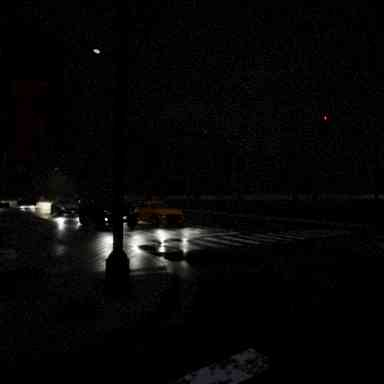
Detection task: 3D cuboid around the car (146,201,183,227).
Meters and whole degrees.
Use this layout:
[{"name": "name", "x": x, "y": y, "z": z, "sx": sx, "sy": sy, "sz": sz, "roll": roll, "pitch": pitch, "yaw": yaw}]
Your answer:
[{"name": "car", "x": -2.451, "y": 1.339, "z": 21.889, "sx": 1.882, "sy": 1.535, "sz": 5.008, "roll": 1, "pitch": 0, "yaw": -35}]

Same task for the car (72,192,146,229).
[{"name": "car", "x": -5.207, "y": 1.017, "z": 20.168, "sx": 2.150, "sy": 2.045, "sz": 5.566, "roll": 1, "pitch": -1, "yaw": -35}]

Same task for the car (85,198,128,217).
[{"name": "car", "x": -7.691, "y": 1.303, "z": 29.470, "sx": 2.128, "sy": 1.511, "sz": 4.902, "roll": 1, "pitch": 0, "yaw": -35}]

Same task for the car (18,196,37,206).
[{"name": "car", "x": -22.318, "y": 1.218, "z": 45.022, "sx": 1.994, "sy": 1.385, "sz": 4.181, "roll": 1, "pitch": -1, "yaw": -34}]

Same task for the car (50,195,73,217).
[{"name": "car", "x": -10.695, "y": 1.269, "z": 28.078, "sx": 1.812, "sy": 1.442, "sz": 4.674, "roll": 1, "pitch": 0, "yaw": -35}]
